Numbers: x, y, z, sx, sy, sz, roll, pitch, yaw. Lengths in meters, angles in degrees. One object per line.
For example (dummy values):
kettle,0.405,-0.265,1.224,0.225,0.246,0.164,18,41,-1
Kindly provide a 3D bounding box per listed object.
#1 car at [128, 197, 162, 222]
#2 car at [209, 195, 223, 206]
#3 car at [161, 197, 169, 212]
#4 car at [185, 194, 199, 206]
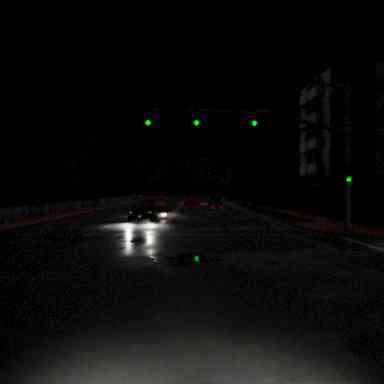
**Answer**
car,-3.580,1.378,25.124,1.812,1.442,4.674,0,0,0
car,3.506,1.236,49.369,1.812,1.442,4.674,0,0,0
car,-3.571,1.269,35.598,1.882,1.535,5.008,0,0,0
car,0.005,1.062,49.303,2.097,1.767,4.553,0,0,0
